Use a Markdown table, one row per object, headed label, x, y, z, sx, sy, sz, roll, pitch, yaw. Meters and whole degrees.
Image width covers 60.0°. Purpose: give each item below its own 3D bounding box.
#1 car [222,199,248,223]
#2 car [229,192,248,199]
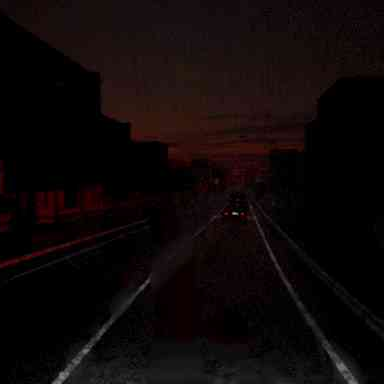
| label | x | y | z | sx | sy | sz | roll | pitch | yaw |
| --- | --- | --- | --- | --- | --- | --- | --- | --- | --- |
| car | 3.306 | 1.547 | 25.584 | 2.033 | 1.411 | 5.357 | 1 | 0 | 9 |
| car | 5.767 | 1.036 | 41.631 | 2.150 | 2.045 | 5.566 | 1 | 1 | 9 |
